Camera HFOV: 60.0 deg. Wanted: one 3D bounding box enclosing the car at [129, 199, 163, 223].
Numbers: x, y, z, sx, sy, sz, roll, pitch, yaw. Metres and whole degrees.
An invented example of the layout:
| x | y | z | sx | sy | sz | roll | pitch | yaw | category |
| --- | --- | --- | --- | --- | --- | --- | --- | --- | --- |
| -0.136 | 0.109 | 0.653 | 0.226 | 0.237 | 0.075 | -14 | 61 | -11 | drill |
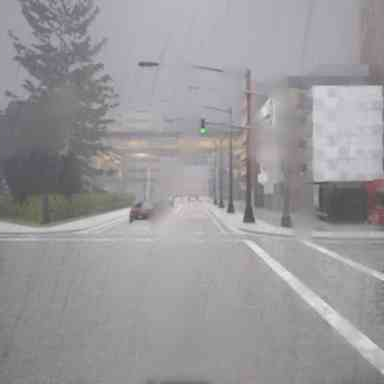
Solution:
| x | y | z | sx | sy | sz | roll | pitch | yaw | category |
| --- | --- | --- | --- | --- | --- | --- | --- | --- | --- |
| -3.597 | 1.460 | 25.737 | 1.882 | 1.535 | 5.008 | 0 | 0 | 0 | car |

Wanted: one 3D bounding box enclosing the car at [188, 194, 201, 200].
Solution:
| x | y | z | sx | sy | sz | roll | pitch | yaw | category |
| --- | --- | --- | --- | --- | --- | --- | --- | --- | --- |
| 0.511 | 1.262 | 84.570 | 1.853 | 1.218 | 4.536 | 0 | 0 | -20 | car |

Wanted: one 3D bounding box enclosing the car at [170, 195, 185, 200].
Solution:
| x | y | z | sx | sy | sz | roll | pitch | yaw | category |
| --- | --- | --- | --- | --- | --- | --- | --- | --- | --- |
| -3.610 | 1.274 | 84.877 | 1.853 | 1.218 | 4.536 | 0 | 0 | 25 | car |

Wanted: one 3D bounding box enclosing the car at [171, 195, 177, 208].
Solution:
| x | y | z | sx | sy | sz | roll | pitch | yaw | category |
| --- | --- | --- | --- | --- | --- | --- | --- | --- | --- |
| -3.553 | 1.544 | 46.437 | 1.994 | 1.385 | 4.181 | 0 | 0 | 0 | car |

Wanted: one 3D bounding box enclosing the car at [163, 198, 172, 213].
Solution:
| x | y | z | sx | sy | sz | roll | pitch | yaw | category |
| --- | --- | --- | --- | --- | --- | --- | --- | --- | --- |
| -3.589 | 1.582 | 35.905 | 1.895 | 1.301 | 4.718 | 0 | 0 | 0 | car |

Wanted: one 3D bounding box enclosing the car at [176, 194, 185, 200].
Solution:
| x | y | z | sx | sy | sz | roll | pitch | yaw | category |
| --- | --- | --- | --- | --- | --- | --- | --- | --- | --- |
| -3.631 | 1.431 | 84.829 | 2.038 | 1.542 | 4.974 | 0 | 0 | 25 | car |

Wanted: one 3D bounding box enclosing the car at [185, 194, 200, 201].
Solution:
| x | y | z | sx | sy | sz | roll | pitch | yaw | category |
| --- | --- | --- | --- | --- | --- | --- | --- | --- | --- |
| 0.529 | 1.419 | 84.521 | 2.038 | 1.542 | 4.974 | 0 | 0 | -20 | car |
